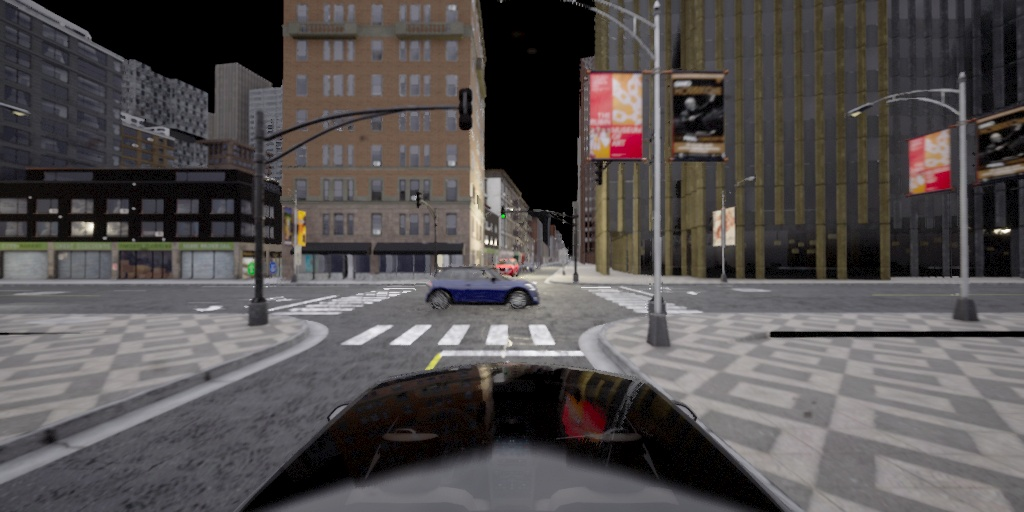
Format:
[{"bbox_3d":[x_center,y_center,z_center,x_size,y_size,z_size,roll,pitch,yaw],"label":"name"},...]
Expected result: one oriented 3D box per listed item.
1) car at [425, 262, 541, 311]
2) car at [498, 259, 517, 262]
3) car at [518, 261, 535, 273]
[{"bbox_3d":[-1.163,1.227,14.782,4.553,1.767,2.097,0,-1,0],"label":"car"},{"bbox_3d":[-0.567,1.364,39.748,2.150,2.045,5.566,0,0,9],"label":"car"},{"bbox_3d":[2.428,1.706,57.705,2.097,1.767,4.553,0,-1,10],"label":"car"}]
